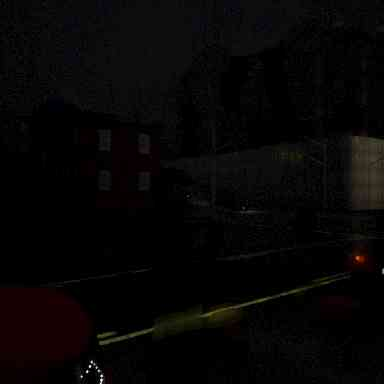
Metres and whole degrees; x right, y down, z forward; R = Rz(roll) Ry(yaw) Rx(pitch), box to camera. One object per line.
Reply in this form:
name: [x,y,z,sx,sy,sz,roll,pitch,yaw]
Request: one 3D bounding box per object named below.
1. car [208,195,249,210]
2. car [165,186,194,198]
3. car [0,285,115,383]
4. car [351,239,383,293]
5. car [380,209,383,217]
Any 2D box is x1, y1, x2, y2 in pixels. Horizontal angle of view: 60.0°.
car: [3.999,1.105,37.592,2.033,1.411,5.357,0,5,-36]
car: [-1.748,-0.076,45.642,1.895,1.301,4.718,0,9,-36]
car: [-3.153,1.222,1.518,5.566,2.045,2.150,0,0,-35]
car: [5.579,1.564,7.732,4.181,1.385,1.994,0,0,-35]
car: [17.186,1.491,25.506,2.128,1.511,4.902,0,0,-36]
